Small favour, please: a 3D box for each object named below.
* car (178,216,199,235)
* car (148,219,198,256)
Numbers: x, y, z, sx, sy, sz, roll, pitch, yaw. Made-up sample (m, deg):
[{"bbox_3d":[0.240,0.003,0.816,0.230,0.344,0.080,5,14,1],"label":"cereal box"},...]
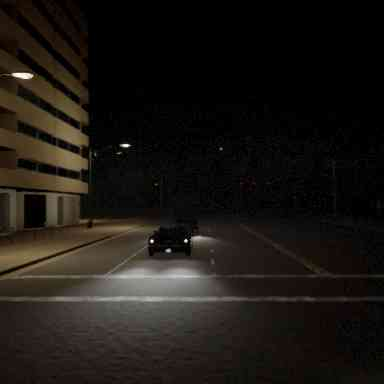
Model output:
[{"bbox_3d":[-0.442,2.558,26.128,1.994,1.385,4.181,-1,-2,2],"label":"car"},{"bbox_3d":[-0.877,2.228,16.157,1.895,1.301,4.718,-1,-2,2],"label":"car"}]
